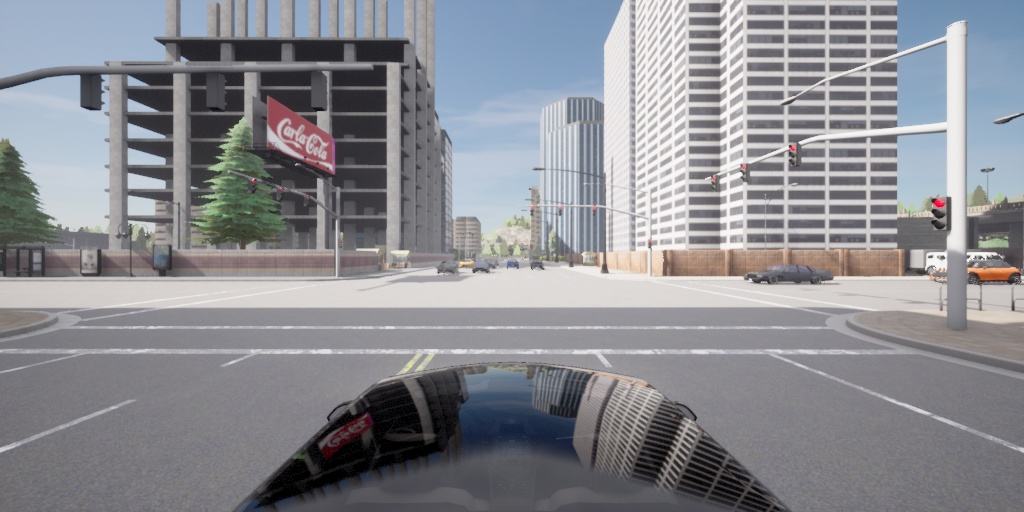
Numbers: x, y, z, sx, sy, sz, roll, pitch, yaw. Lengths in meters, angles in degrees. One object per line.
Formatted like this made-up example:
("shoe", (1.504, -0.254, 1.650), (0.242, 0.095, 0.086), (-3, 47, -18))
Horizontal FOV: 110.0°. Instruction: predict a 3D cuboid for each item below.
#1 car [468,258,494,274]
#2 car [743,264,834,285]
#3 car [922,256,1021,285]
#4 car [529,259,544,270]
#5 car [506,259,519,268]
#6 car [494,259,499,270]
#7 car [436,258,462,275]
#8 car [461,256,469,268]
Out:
("car", (-3.575, 1.293, 42.322), (2.033, 1.411, 5.357), (0, 0, 0))
("car", (19.647, 1.295, 25.537), (5.357, 1.411, 2.033), (0, 0, 0))
("car", (32.927, 1.101, 25.585), (4.553, 1.767, 2.097), (0, 0, 0))
("car", (3.622, 1.249, 53.318), (1.837, 1.490, 4.892), (0, 0, 0))
("car", (0.125, 1.221, 58.900), (1.882, 1.535, 5.008), (0, 0, 0))
("car", (-3.564, 1.097, 54.077), (2.097, 1.767, 4.553), (0, 0, 0))
("car", (-7.077, 1.251, 39.830), (1.837, 1.490, 4.892), (0, 0, 0))
("car", (-7.058, 1.221, 56.331), (1.882, 1.535, 5.008), (0, 0, 0))
